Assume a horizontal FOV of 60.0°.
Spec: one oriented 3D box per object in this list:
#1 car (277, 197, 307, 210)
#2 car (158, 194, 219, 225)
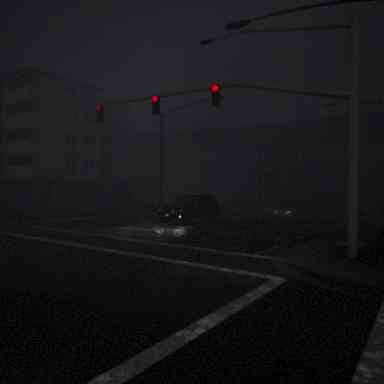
[{"bbox_3d":[12.516,1.409,41.695,5.008,1.535,1.882,0,0,-44],"label":"car"},{"bbox_3d":[-0.100,1.154,24.131,2.150,2.045,5.566,1,1,34],"label":"car"}]
